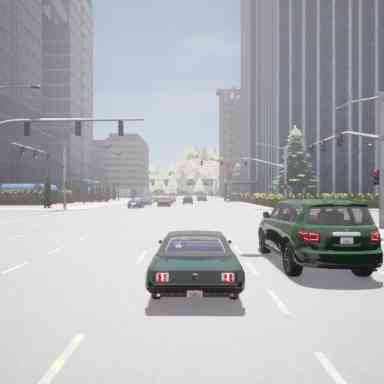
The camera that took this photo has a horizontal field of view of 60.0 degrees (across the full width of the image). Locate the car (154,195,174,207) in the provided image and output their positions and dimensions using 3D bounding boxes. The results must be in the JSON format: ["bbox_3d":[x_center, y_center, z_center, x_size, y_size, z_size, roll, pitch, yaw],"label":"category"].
[{"bbox_3d":[-4.301,1.478,51.839,1.882,1.535,5.008,0,0,-1],"label":"car"}]

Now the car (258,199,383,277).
[{"bbox_3d":[3.589,1.221,10.395,2.150,2.045,5.566,0,0,0],"label":"car"}]

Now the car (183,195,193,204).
[{"bbox_3d":[-0.804,1.505,64.775,1.837,1.490,4.892,0,0,-1],"label":"car"}]

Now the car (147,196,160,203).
[{"bbox_3d":[-7.961,1.522,68.852,2.128,1.511,4.902,0,0,-1],"label":"car"}]

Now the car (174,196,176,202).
[{"bbox_3d":[-4.419,1.601,61.945,1.895,1.301,4.718,0,0,0],"label":"car"}]

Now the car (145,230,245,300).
[{"bbox_3d":[0.077,1.601,8.367,1.895,1.301,4.718,0,0,0],"label":"car"}]

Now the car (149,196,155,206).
[{"bbox_3d":[-7.864,1.526,56.181,1.812,1.442,4.674,0,0,-1],"label":"car"}]

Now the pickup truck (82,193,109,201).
[{"bbox_3d":[-21.147,1.059,73.429,2.390,2.098,6.274,0,0,30],"label":"pickup truck"}]

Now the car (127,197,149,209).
[{"bbox_3d":[-7.796,1.491,46.754,2.128,1.511,4.902,0,0,1],"label":"car"}]

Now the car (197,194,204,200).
[{"bbox_3d":[2.259,1.386,89.111,1.882,1.535,5.008,0,0,-1],"label":"car"}]

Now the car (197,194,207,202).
[{"bbox_3d":[2.402,1.348,78.831,2.097,1.767,4.553,0,0,-1],"label":"car"}]

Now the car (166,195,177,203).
[{"bbox_3d":[-4.538,1.523,74.483,2.128,1.511,4.902,0,0,-1],"label":"car"}]

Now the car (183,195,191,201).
[{"bbox_3d":[-1.238,1.540,88.917,2.033,1.411,5.357,0,0,-1],"label":"car"}]
